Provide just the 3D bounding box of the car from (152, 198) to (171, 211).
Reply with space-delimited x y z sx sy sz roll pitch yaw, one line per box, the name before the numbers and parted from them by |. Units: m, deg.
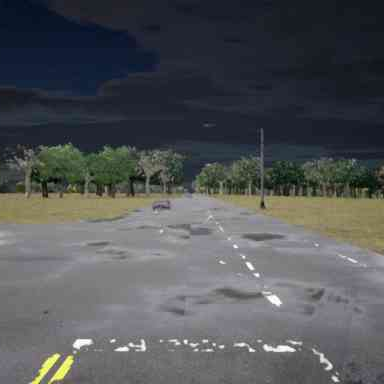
car | -3.538 1.463 39.550 1.994 1.385 4.181 0 0 0
